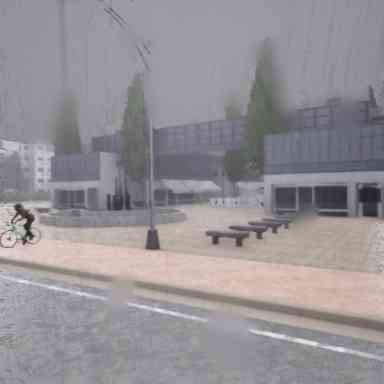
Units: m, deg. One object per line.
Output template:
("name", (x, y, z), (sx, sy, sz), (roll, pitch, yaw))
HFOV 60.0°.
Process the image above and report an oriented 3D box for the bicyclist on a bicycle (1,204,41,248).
("bicyclist on a bicycle", (-6.500, 1.280, 12.710), (0.582, 1.620, 1.656), (0, 1, 31))
